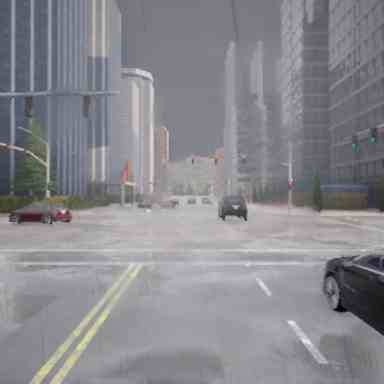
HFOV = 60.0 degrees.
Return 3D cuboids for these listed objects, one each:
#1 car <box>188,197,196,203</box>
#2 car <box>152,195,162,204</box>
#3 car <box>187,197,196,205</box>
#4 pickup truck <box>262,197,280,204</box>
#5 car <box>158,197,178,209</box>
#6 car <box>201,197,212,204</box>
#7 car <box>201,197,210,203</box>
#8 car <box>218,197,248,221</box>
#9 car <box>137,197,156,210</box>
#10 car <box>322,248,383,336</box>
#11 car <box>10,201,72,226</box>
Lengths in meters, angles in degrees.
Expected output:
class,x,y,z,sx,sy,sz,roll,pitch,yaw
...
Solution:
class,x,y,z,sx,sy,sz,roll,pitch,yaw
car,-0.050,1.990,84.049,1.895,1.301,4.718,0,0,0
car,-7.044,1.671,66.030,2.150,2.045,5.566,0,0,0
car,-0.043,2.017,73.727,2.128,1.511,4.902,0,0,0
pickup truck,16.580,1.530,69.478,2.390,2.098,6.274,0,0,30
car,-3.598,1.906,50.275,1.994,1.385,4.181,0,0,0
car,3.456,2.086,74.064,1.895,1.301,4.718,0,0,0
car,3.450,1.947,84.021,1.994,1.385,4.181,0,0,0
car,3.581,1.425,29.853,2.150,2.045,5.566,0,0,0
car,-7.098,1.848,50.454,1.837,1.490,4.892,0,-1,0
car,3.574,1.525,4.917,2.128,1.511,4.902,0,-1,0
car,-11.446,1.524,25.124,4.553,1.767,2.097,0,0,20
